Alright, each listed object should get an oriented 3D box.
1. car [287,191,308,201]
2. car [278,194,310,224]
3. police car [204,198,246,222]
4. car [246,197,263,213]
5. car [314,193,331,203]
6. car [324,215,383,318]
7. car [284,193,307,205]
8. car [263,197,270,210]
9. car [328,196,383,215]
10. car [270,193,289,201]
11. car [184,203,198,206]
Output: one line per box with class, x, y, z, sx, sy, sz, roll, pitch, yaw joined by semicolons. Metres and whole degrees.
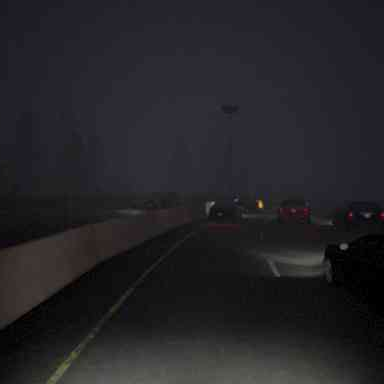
car;22.482;0.754;70.675;2.150;2.045;5.566;0;0;42
car;7.311;1.241;24.075;2.097;1.767;4.553;0;0;15
police car;2.615;1.298;25.124;1.930;1.638;5.238;0;0;16
car;5.650;1.310;34.095;1.882;1.535;5.008;0;0;21
car;25.368;1.033;63.809;2.097;1.767;4.553;0;0;45
car;4.010;1.454;6.116;1.882;1.535;5.008;0;0;4
car;16.512;1.111;52.697;2.097;1.767;4.553;0;0;36
car;7.914;1.288;39.379;1.882;1.535;5.008;0;0;25
car;9.745;1.270;19.637;2.097;1.767;4.553;0;0;13
car;18.930;1.091;72.015;1.882;1.535;5.008;0;0;42
car;0.299;1.298;36.556;2.128;1.511;4.902;0;0;22
